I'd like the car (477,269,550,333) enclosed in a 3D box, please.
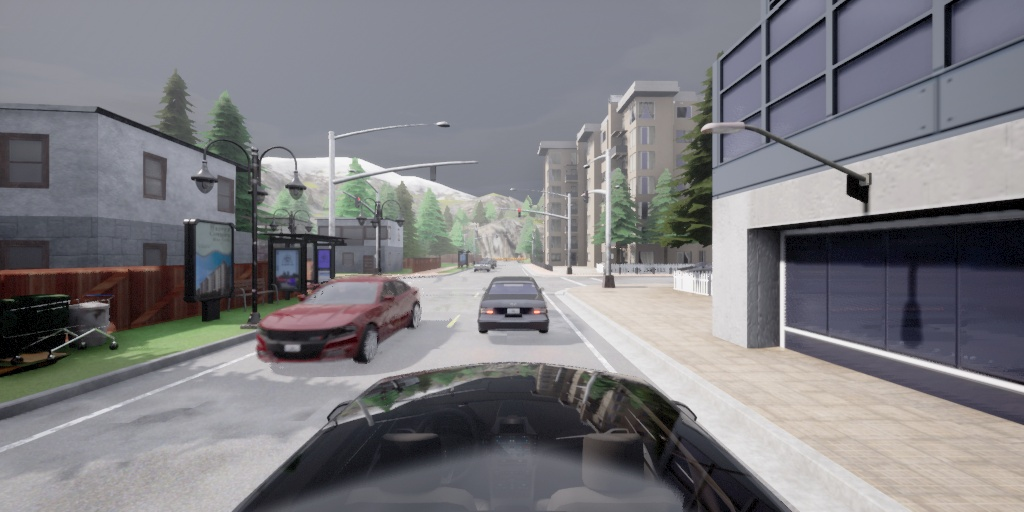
[{"bbox_3d":[0.040,1.297,10.668,2.033,1.411,5.357,0,0,0],"label":"car"}]

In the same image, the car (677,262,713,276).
[{"bbox_3d":[16.598,1.257,30.669,4.902,1.511,2.128,0,0,-2],"label":"car"}]

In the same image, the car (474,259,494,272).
[{"bbox_3d":[-3.735,1.351,45.377,1.895,1.301,4.718,0,0,0],"label":"car"}]

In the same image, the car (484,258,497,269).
[{"bbox_3d":[-3.758,1.102,55.231,2.097,1.767,4.553,0,0,0],"label":"car"}]

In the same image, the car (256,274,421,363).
[{"bbox_3d":[-3.549,1.227,8.341,1.882,1.535,5.008,0,0,1],"label":"car"}]
